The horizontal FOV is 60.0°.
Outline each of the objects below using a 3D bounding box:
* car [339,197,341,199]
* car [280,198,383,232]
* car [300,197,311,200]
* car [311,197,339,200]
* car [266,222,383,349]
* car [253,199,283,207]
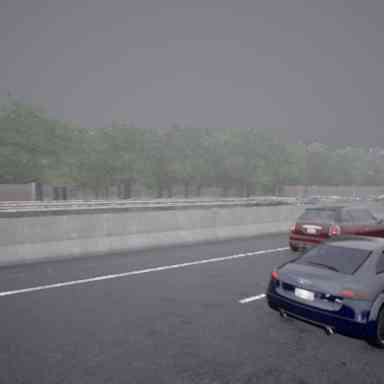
[{"bbox_3d":[17.544,1.396,33.669,5.357,1.411,2.033,0,0,-35],"label":"car"},{"bbox_3d":[5.678,1.284,12.224,4.553,1.767,2.097,0,0,-36],"label":"car"},{"bbox_3d":[13.923,1.360,39.679,4.892,1.490,1.837,0,0,-35],"label":"car"},{"bbox_3d":[15.795,1.328,36.717,5.008,1.535,1.882,0,0,-35],"label":"car"},{"bbox_3d":[3.358,1.526,6.269,4.181,1.385,1.994,0,0,-36],"label":"car"},{"bbox_3d":[9.782,1.465,41.039,4.718,1.301,1.895,0,0,-35],"label":"car"}]
